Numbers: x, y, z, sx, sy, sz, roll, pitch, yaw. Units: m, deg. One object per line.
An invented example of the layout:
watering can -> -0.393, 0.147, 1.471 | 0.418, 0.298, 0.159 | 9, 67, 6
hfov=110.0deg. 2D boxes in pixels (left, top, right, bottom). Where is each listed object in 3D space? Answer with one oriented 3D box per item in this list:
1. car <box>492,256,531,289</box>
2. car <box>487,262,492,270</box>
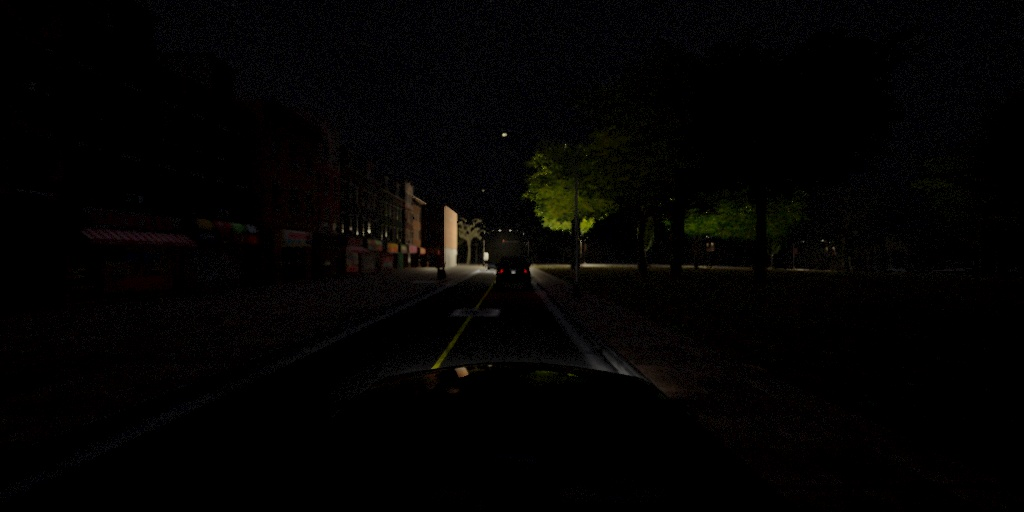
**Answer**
car -> 0.082, 1.023, 23.487 | 2.150, 2.045, 5.566 | 0, 0, 0
car -> -2.849, 1.537, 55.533 | 1.895, 1.301, 4.718 | 0, 0, 0
